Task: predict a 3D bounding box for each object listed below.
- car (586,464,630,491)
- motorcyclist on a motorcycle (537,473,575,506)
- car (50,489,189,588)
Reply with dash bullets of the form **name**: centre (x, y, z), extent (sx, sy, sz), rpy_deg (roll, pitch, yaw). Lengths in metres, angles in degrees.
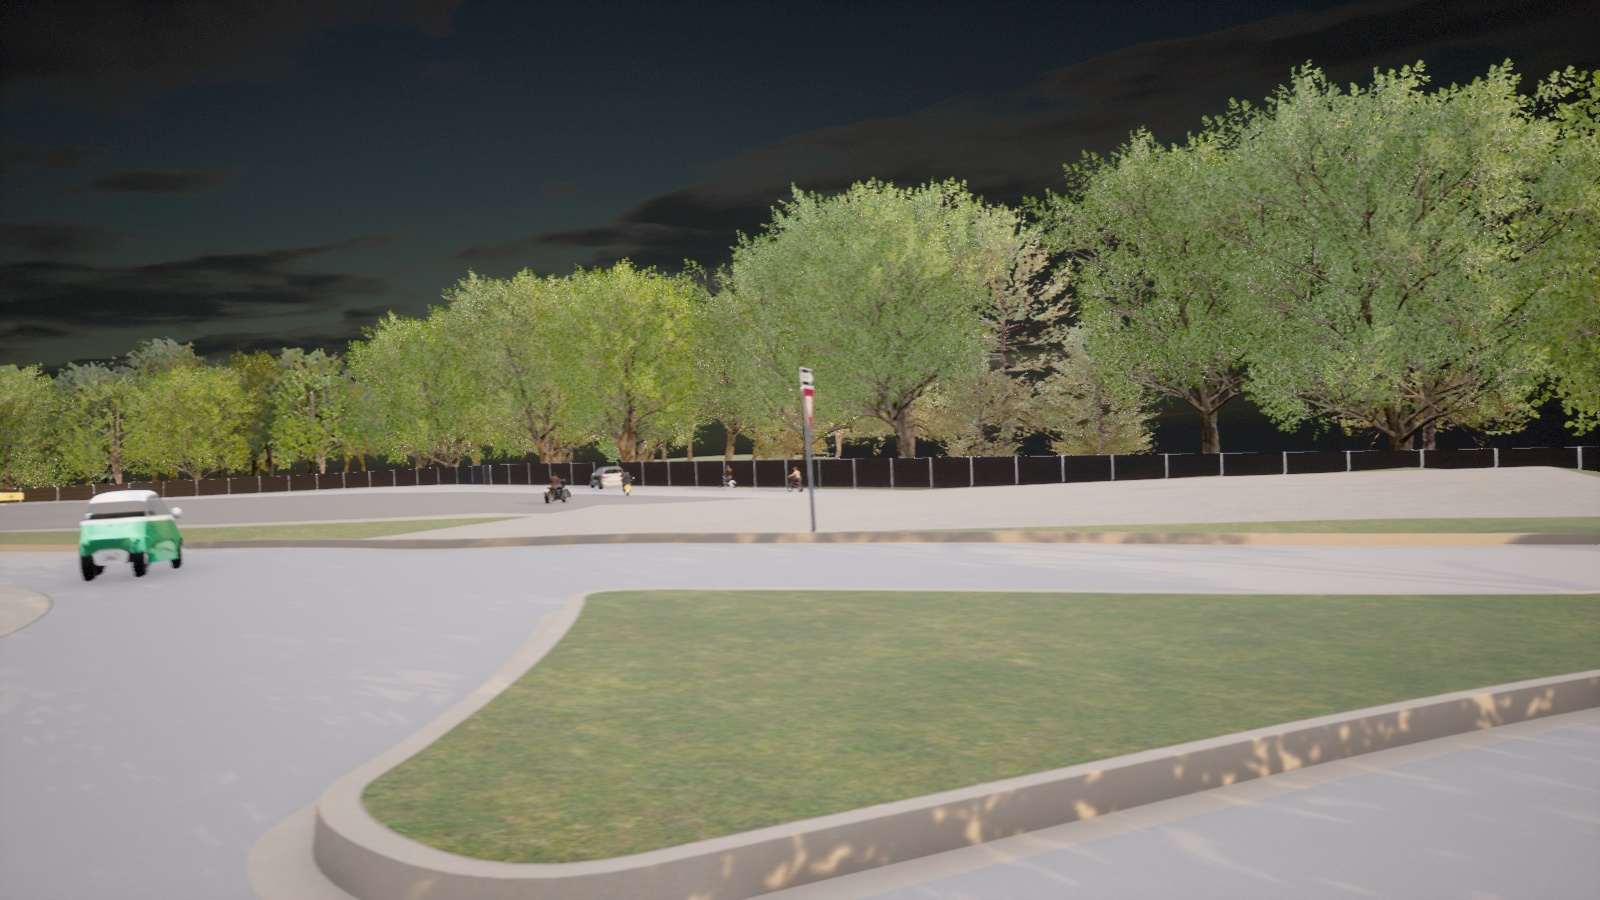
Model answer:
- **car**: centre (-14.722, 2.076, 96.177), extent (2.242, 1.667, 4.611), rpy_deg (-4, 3, -22)
- **motorcyclist on a motorcycle**: centre (-12.289, 1.982, 63.402), extent (0.766, 1.649, 2.350), rpy_deg (-2, -1, 19)
- **car**: centre (-11.087, 1.399, 20.591), extent (1.481, 1.376, 2.207), rpy_deg (-4, 0, -16)
